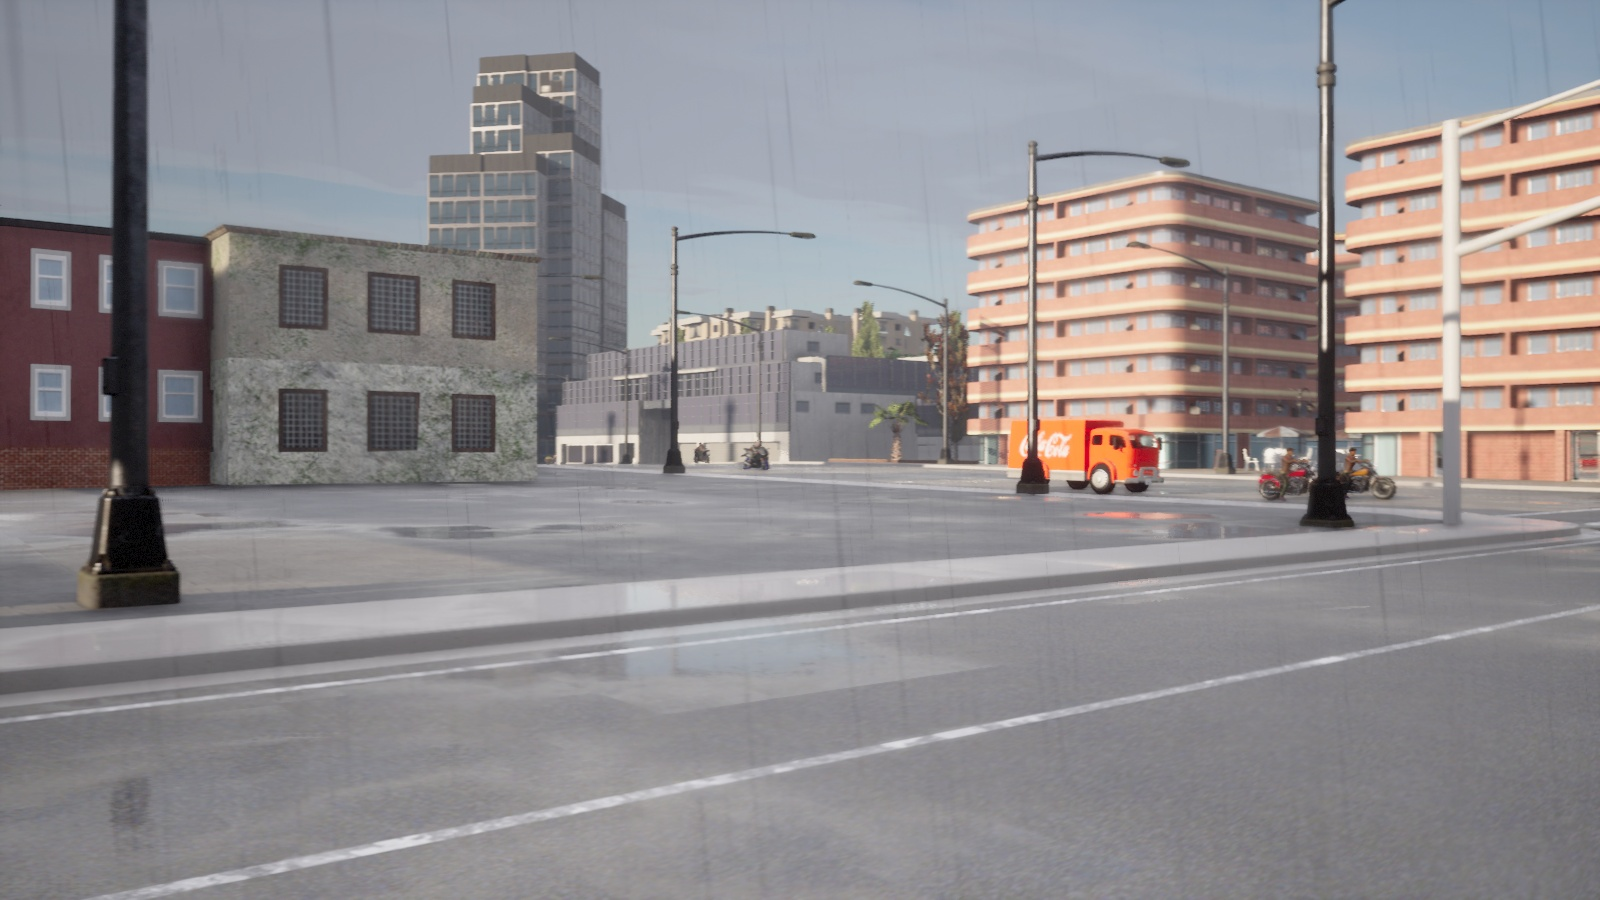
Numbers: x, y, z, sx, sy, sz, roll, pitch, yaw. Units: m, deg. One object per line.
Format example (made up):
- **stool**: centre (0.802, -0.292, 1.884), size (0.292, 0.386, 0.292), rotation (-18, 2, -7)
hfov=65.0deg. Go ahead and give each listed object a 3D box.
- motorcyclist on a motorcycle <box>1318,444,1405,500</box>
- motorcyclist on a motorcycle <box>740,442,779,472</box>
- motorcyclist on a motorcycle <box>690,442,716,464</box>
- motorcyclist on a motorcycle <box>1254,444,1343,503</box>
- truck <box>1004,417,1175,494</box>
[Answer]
- **motorcyclist on a motorcycle**: centre (17.396, 0.653, 38.951), size (0.766, 1.649, 2.350), rotation (0, 1, -38)
- **motorcyclist on a motorcycle**: centre (-2.103, 0.349, 64.357), size (0.866, 1.530, 2.191), rotation (0, 1, -38)
- **motorcyclist on a motorcycle**: centre (-6.804, 0.232, 87.727), size (0.797, 1.523, 2.044), rotation (0, -1, -38)
- **motorcyclist on a motorcycle**: centre (14.607, 0.657, 36.836), size (0.766, 1.649, 2.350), rotation (0, 1, -38)
- **truck**: centre (9.837, 0.145, 43.054), size (2.627, 2.467, 5.204), rotation (0, 1, -37)
